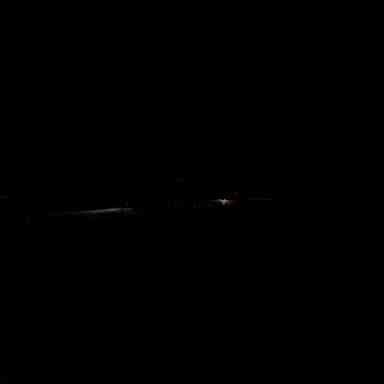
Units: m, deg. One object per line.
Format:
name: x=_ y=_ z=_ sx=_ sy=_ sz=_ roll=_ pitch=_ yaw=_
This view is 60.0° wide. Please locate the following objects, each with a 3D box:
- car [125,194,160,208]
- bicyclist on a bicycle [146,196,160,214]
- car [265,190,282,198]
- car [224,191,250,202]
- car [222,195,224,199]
car: x=-5.886 y=1.047 z=39.954 sx=2.128 sy=1.511 sz=4.902 roll=1 pitch=2 yaw=35
bicyclist on a bicycle: x=-3.537 y=1.216 z=30.145 sx=1.656 sy=1.620 sz=0.582 roll=-1 pitch=0 yaw=35
car: x=15.704 y=0.433 z=63.969 sx=1.837 sy=1.490 sz=4.892 roll=1 pitch=1 yaw=36
car: x=7.459 y=0.670 z=52.354 sx=1.882 sy=1.535 sz=5.008 roll=1 pitch=1 yaw=35
car: x=7.242 y=0.614 z=58.269 sx=2.033 sy=1.411 sz=5.357 roll=1 pitch=1 yaw=35
